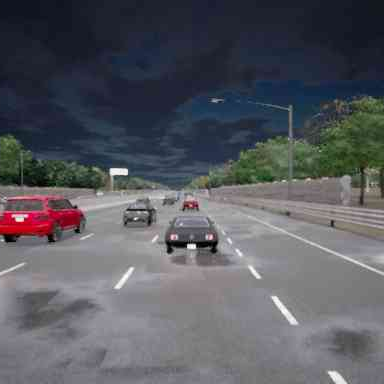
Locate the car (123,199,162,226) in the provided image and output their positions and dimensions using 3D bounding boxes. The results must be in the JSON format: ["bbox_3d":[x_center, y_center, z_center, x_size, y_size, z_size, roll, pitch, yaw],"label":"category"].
[{"bbox_3d":[-3.548,1.483,23.346,2.128,1.511,4.902,0,0,0],"label":"car"}]

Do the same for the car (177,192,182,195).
[{"bbox_3d":[-4.295,1.500,89.775,1.882,1.535,5.008,0,0,-1],"label":"car"}]

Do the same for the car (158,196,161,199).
[{"bbox_3d":[-7.753,1.614,87.425,1.895,1.301,4.718,0,0,-1],"label":"car"}]

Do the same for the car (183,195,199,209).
[{"bbox_3d":[-0.166,1.452,41.724,1.882,1.535,5.008,0,0,0],"label":"car"}]

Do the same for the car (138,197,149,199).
[{"bbox_3d":[-7.239,1.479,49.761,1.837,1.490,4.892,0,0,-1],"label":"car"}]

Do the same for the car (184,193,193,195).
[{"bbox_3d":[-0.412,1.505,64.904,1.812,1.442,4.674,0,0,-1],"label":"car"}]

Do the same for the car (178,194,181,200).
[{"bbox_3d":[-4.022,1.586,72.966,1.895,1.301,4.718,0,0,-1],"label":"car"}]

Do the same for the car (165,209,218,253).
[{"bbox_3d":[-0.014,1.597,13.741,1.895,1.301,4.718,0,0,0],"label":"car"}]

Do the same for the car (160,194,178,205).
[{"bbox_3d":[-3.806,1.480,56.131,1.837,1.490,4.892,0,0,-1],"label":"car"}]

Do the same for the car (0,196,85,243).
[{"bbox_3d":[-7.021,1.219,16.228,2.150,2.045,5.566,0,0,0],"label":"car"}]
